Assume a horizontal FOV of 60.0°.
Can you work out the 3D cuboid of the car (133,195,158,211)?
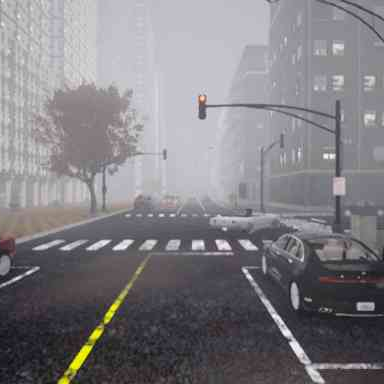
[{"bbox_3d":[-5.683,1.232,39.718,2.192,1.841,5.009,0,0,0],"label":"car"}]

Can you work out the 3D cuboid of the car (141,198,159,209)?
[{"bbox_3d":[-5.682,1.474,45.241,1.947,1.339,4.313,0,0,0],"label":"car"}]

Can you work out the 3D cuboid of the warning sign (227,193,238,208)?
[{"bbox_3d":[5.078,1.029,41.840,1.300,1.860,1.060,0,0,0],"label":"warning sign"}]

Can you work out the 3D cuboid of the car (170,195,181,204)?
[{"bbox_3d":[-3.041,1.387,62.653,1.837,1.490,4.892,0,0,1],"label":"car"}]

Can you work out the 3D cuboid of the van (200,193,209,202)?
[{"bbox_3d":[2.705,1.212,72.853,1.690,1.788,3.998,0,0,0],"label":"van"}]

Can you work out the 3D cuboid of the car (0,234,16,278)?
[{"bbox_3d":[-5.690,1.526,7.330,1.887,1.381,4.507,0,0,0],"label":"car"}]

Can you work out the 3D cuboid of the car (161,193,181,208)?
[{"bbox_3d":[-3.082,1.257,47.006,2.097,1.767,4.553,0,0,0],"label":"car"}]

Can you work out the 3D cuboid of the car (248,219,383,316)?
[{"bbox_3d":[2.690,1.532,7.328,2.008,1.369,4.403,0,0,0],"label":"car"}]

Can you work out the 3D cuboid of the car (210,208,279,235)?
[{"bbox_3d":[3.118,1.553,18.524,1.895,1.301,4.718,-1,0,40],"label":"car"}]

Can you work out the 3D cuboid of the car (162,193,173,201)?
[{"bbox_3d":[-5.674,1.181,78.377,2.192,1.841,5.009,0,0,0],"label":"car"}]

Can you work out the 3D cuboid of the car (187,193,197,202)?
[{"bbox_3d":[0.015,1.422,69.039,2.033,1.411,5.357,0,0,0],"label":"car"}]

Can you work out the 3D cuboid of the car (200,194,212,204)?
[{"bbox_3d":[2.703,1.449,61.807,1.947,1.339,4.313,0,0,0],"label":"car"}]

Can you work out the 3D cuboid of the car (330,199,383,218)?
[{"bbox_3d":[13.431,1.280,26.731,4.403,1.369,2.008,-1,1,-1],"label":"car"}]

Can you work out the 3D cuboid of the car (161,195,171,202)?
[{"bbox_3d":[-5.675,1.437,72.856,1.947,1.339,4.313,0,0,0],"label":"car"}]
